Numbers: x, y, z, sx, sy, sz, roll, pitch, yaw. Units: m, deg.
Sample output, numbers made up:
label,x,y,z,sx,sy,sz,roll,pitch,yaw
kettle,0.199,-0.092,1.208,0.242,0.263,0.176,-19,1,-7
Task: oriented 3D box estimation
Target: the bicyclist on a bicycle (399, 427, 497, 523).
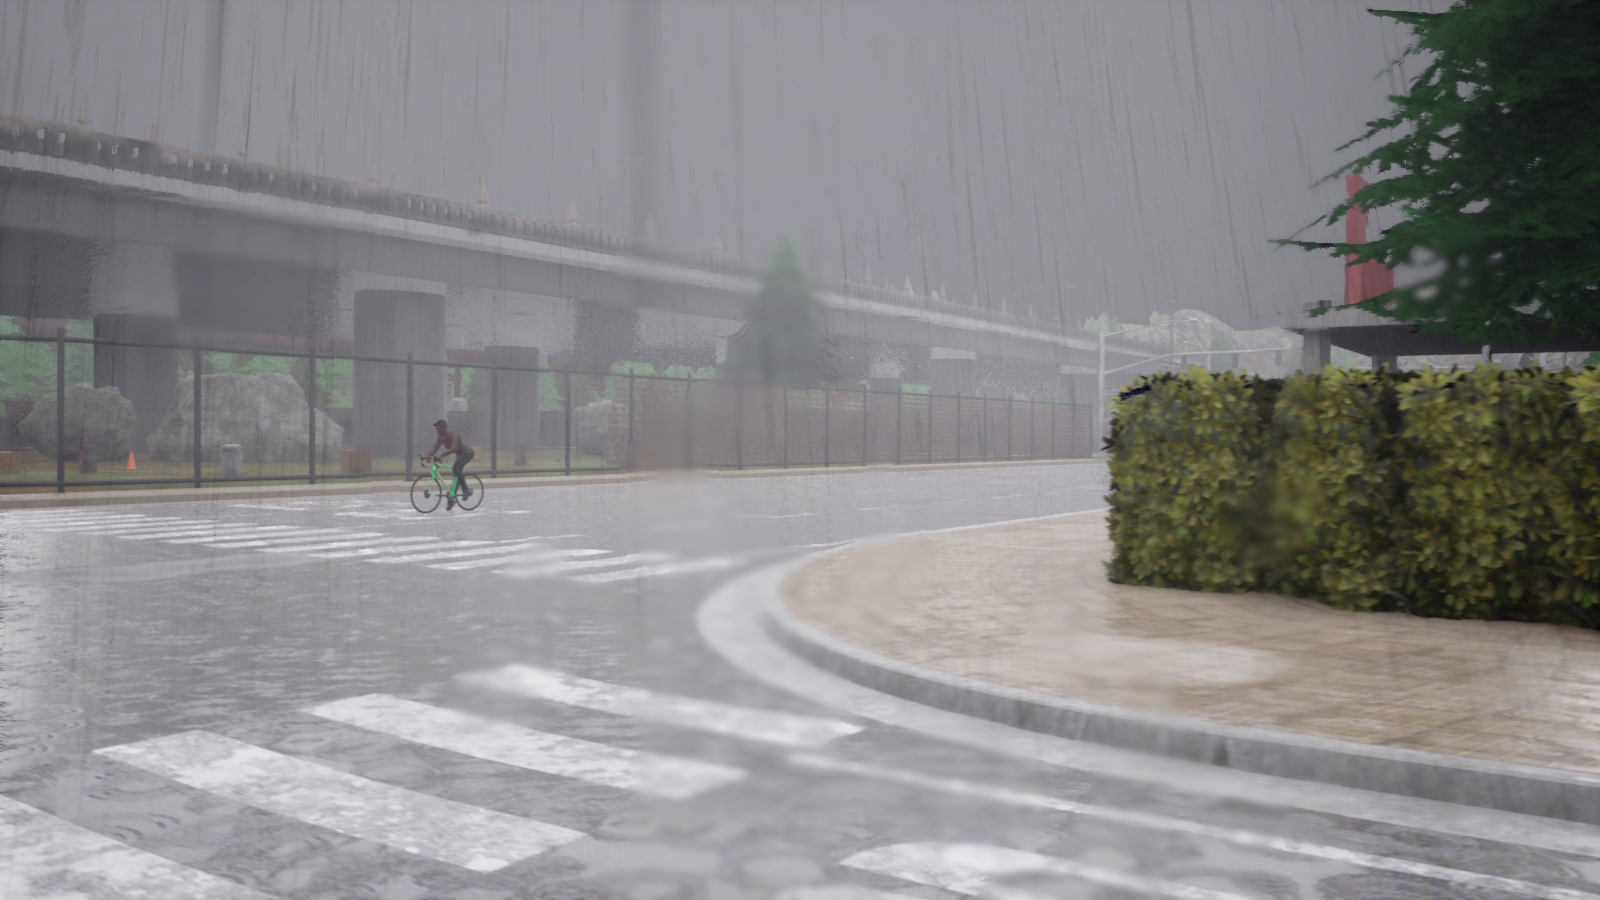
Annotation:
label,x,y,z,sx,sy,sz,roll,pitch,yaw
bicyclist on a bicycle,-6.162,0.409,22.077,0.582,1.620,1.656,0,1,33
